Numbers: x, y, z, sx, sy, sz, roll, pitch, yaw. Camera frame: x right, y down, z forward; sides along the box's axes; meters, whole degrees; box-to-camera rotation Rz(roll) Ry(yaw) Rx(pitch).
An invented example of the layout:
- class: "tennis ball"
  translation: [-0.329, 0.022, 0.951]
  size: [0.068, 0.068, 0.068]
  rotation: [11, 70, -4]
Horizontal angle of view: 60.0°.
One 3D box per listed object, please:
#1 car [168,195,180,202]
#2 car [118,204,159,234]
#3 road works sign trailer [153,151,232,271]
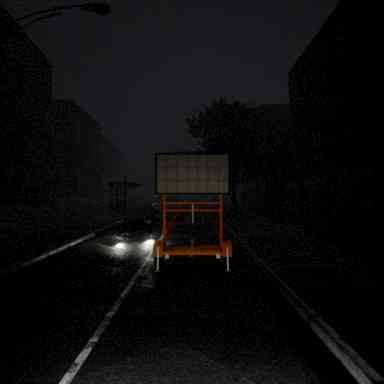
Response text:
- class: "car"
  translation: [-3.235, 1.174, 61.081]
  size: [1.994, 1.385, 4.181]
  rotation: [0, 1, 0]
- class: "car"
  translation: [-3.028, 1.480, 19.591]
  size: [1.882, 1.535, 5.008]
  rotation: [0, 0, 0]
- class: "road works sign trailer"
  translation: [0.023, 0.470, 10.849]
  size: [2.380, 3.560, 2.880]
  rotation: [0, 0, 0]
